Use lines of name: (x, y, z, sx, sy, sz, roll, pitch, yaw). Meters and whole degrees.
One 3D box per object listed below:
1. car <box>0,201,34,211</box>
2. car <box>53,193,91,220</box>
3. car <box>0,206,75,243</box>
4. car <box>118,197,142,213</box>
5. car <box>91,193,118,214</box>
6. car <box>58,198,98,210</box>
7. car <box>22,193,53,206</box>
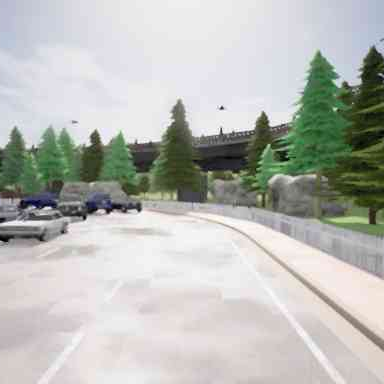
car: (-11.639, 1.532, 21.010, 1.994, 1.385, 4.181, 0, 0, -16)
car: (-9.987, 1.179, 27.368, 2.150, 2.045, 5.566, 0, 0, -25)
car: (-7.452, 1.576, 16.136, 1.895, 1.301, 4.718, 0, 0, -4)
car: (-7.375, 1.296, 36.648, 2.097, 1.767, 4.553, 0, 0, -39)
car: (-10.247, 1.168, 34.652, 2.150, 2.045, 5.566, 0, 0, -39)
car: (-15.071, 1.480, 43.878, 5.357, 1.411, 2.033, 0, 0, 32)
car: (-19.366, 1.159, 42.407, 5.566, 2.045, 2.150, 0, 0, 29)
